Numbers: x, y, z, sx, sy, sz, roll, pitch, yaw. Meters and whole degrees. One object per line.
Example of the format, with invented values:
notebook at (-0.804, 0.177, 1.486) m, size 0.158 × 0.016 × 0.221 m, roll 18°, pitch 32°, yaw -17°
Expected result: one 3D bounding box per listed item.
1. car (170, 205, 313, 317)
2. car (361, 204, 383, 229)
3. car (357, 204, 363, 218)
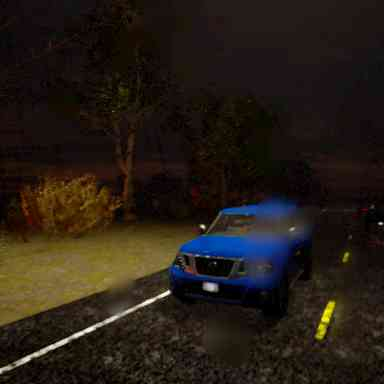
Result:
car at (1.609, 1.377, 8.352) m, size 2.150 × 2.045 × 5.566 m, roll -1°, pitch -1°, yaw 28°
car at (14.115, 1.959, 25.217) m, size 1.837 × 1.490 × 4.892 m, roll -1°, pitch -1°, yaw 26°
car at (20.156, 2.174, 38.323) m, size 2.128 × 1.511 × 4.902 m, roll 0°, pitch -1°, yaw 24°
